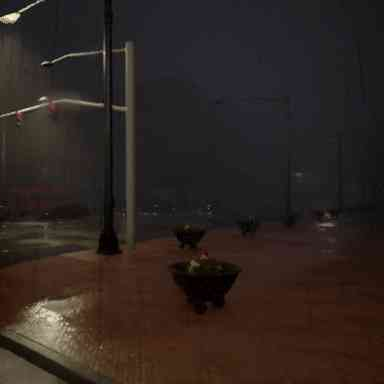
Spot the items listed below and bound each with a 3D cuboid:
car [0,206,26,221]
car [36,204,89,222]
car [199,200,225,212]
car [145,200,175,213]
[{"bbox_3d":[-16.481,1.798,27.513,1.895,1.301,4.718,0,-1,35],"label":"car"},{"bbox_3d":[-11.171,1.761,29.005,1.812,1.442,4.674,0,-1,35],"label":"car"},{"bbox_3d":[2.913,1.936,48.978,2.097,1.767,4.553,0,-1,36],"label":"car"},{"bbox_3d":[-4.283,1.837,44.875,2.097,1.767,4.553,0,-1,35],"label":"car"}]
